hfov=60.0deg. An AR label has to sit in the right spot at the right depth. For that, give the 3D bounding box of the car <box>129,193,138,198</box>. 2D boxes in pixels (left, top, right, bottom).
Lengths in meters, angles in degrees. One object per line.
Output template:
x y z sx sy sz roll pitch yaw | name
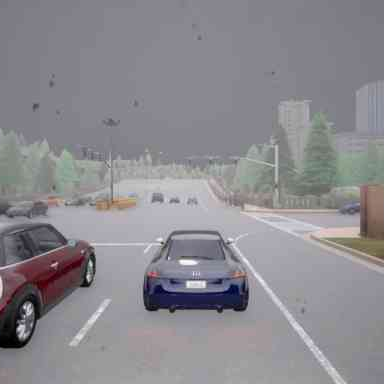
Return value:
-14.098 0.897 79.548 2.033 1.411 5.357 0 3 0 | car

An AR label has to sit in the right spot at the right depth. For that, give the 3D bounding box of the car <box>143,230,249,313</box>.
0.078 1.564 7.739 1.994 1.385 4.181 0 0 0 | car

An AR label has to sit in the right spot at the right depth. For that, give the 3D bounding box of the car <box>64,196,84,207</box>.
-17.585 1.490 50.058 2.128 1.511 4.902 0 0 0 | car

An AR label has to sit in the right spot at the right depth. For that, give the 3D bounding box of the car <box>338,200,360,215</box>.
17.097 1.526 33.157 4.674 1.442 1.812 0 0 0 | car

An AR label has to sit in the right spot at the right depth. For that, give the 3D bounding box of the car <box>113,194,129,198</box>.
-14.054 1.551 64.383 1.994 1.385 4.181 0 0 0 | car

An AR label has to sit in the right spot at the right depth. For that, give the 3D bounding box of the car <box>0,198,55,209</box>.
-14.094 1.504 28.853 1.837 1.490 4.892 0 0 0 | car

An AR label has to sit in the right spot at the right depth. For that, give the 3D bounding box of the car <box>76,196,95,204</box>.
-21.026 1.513 66.033 2.033 1.411 5.357 0 1 0 | car

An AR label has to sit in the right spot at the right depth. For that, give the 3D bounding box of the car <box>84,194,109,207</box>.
-14.086 1.491 50.194 2.128 1.511 4.902 0 0 0 | car

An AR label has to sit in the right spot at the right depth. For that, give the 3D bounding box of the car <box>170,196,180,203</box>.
-3.436 1.541 67.722 1.895 1.301 4.718 0 1 0 | car

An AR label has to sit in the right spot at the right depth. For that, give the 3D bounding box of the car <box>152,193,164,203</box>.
-6.939 1.147 68.393 2.150 2.045 5.566 0 1 0 | car

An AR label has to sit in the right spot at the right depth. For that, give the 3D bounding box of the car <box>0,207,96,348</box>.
-3.431 1.352 6.443 2.097 1.767 4.553 0 0 0 | car

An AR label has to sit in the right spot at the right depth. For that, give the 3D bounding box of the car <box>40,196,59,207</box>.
-21.085 1.352 48.082 2.097 1.767 4.553 0 0 0 | car

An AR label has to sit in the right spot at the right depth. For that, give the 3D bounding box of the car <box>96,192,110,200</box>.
-21.096 0.921 79.229 2.033 1.411 5.357 0 3 0 | car

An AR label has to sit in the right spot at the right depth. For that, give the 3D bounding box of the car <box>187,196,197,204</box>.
0.084 1.539 63.839 2.033 1.411 5.357 0 0 0 | car
